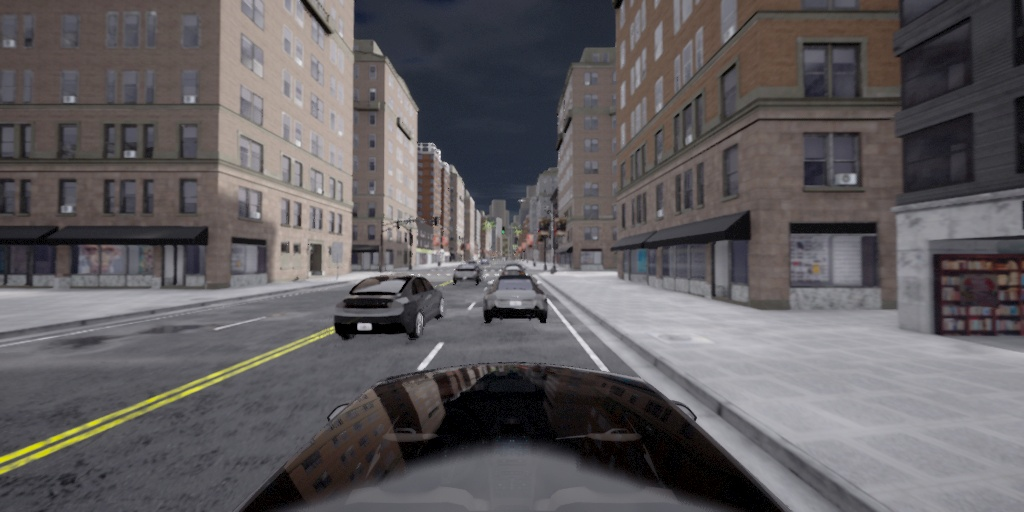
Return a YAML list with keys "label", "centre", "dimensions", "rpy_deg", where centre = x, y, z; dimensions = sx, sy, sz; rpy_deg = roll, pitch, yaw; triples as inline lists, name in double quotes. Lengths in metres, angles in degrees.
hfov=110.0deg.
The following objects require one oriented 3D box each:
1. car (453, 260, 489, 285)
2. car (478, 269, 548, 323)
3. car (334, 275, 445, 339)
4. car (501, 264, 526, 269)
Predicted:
- label: "car"
  centre: [-3.137, 1.273, 26.308]
  dimensions: [2.128, 1.511, 4.902]
  rpy_deg: [0, 0, 0]
- label: "car"
  centre: [0.105, 1.328, 12.263]
  dimensions: [1.994, 1.385, 4.181]
  rpy_deg: [0, 0, 0]
- label: "car"
  centre: [-3.145, 1.266, 10.074]
  dimensions: [1.837, 1.490, 4.892]
  rpy_deg: [0, 0, 0]
- label: "car"
  centre: [0.114, 1.308, 27.125]
  dimensions: [1.812, 1.442, 4.674]
  rpy_deg: [0, 0, 0]
